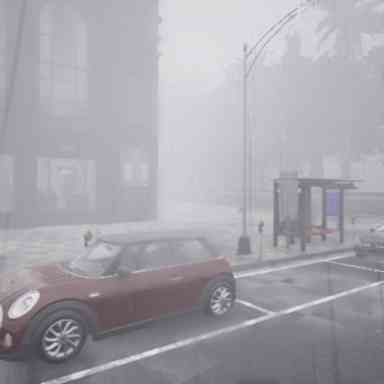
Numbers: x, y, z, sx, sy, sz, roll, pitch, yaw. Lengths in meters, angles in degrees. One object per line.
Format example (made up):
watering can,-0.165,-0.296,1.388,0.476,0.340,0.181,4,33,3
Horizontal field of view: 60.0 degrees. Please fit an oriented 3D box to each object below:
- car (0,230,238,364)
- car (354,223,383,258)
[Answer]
car,-1.206,1.463,5.795,4.097,1.590,1.967,1,-1,-36
car,7.624,1.713,12.101,4.206,1.307,1.802,1,-1,-36
